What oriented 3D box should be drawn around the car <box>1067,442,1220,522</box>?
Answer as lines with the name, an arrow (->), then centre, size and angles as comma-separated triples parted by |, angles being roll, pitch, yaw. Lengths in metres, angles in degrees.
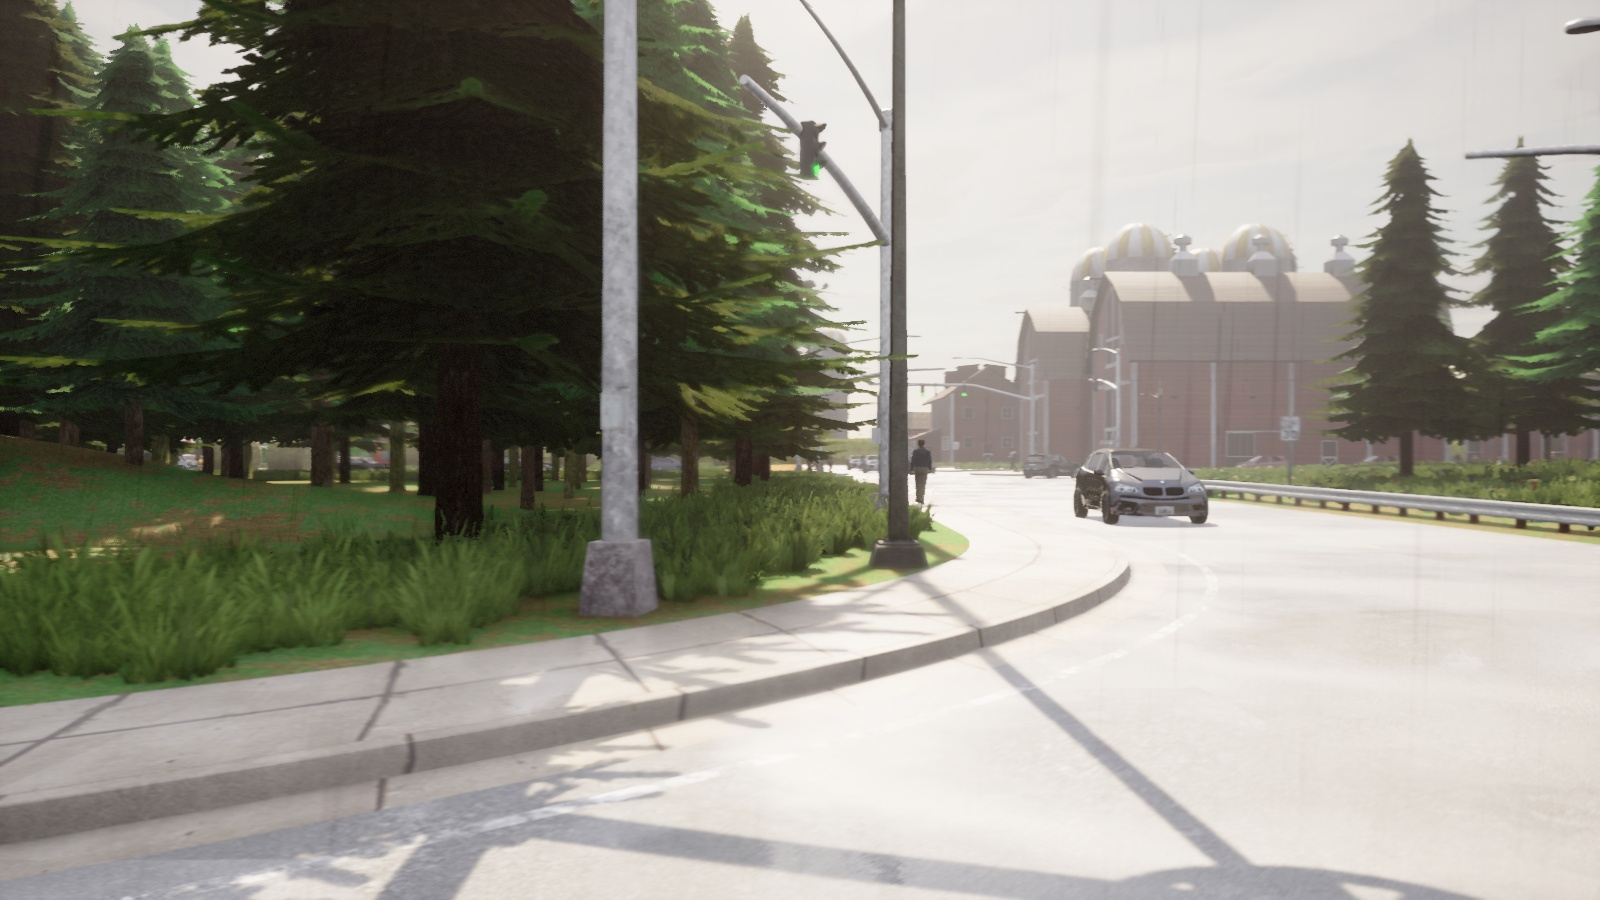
car -> 7.691, 0.674, 28.631 | 2.242, 1.667, 4.611 | 0, 0, 0

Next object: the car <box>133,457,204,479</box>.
car -> -42.614, 1.187, 84.737 | 3.806, 1.475, 1.970 | 0, 0, -1

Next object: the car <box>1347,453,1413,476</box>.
car -> 39.509, 0.987, 85.614 | 3.633, 1.501, 1.845 | 0, 0, -1

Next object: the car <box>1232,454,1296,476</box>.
car -> 31.585, 1.011, 85.529 | 3.633, 1.501, 1.845 | 0, 0, -1

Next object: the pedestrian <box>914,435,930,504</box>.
pedestrian -> 3.281, 0.525, 33.791 | 0.370, 1.835, 0.726 | 0, 0, 2

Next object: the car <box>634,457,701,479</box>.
car -> -8.564, 1.169, 81.599 | 4.181, 1.385, 1.994 | 0, 0, -1

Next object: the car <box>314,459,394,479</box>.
car -> -30.094, 1.284, 84.870 | 4.718, 1.301, 1.895 | 0, 0, -1

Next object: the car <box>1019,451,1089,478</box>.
car -> 16.385, 0.945, 80.923 | 2.033, 1.649, 4.856 | -2, -1, 45
